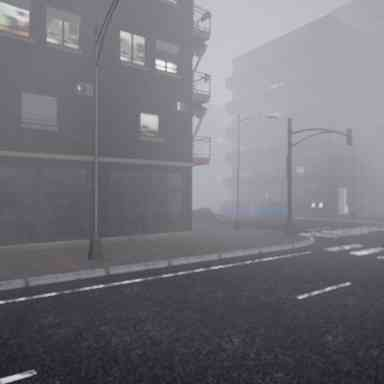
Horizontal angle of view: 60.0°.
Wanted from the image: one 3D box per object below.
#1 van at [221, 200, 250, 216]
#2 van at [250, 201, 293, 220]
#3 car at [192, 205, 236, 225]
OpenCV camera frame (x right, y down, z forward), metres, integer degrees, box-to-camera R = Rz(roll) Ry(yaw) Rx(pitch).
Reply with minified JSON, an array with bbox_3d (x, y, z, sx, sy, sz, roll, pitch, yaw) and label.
[{"bbox_3d":[4.845,1.846,37.815,1.690,1.788,3.998,-1,0,-36],"label":"van"},{"bbox_3d":[8.160,1.773,33.298,1.690,1.788,3.998,-1,0,-36],"label":"van"},{"bbox_3d":[1.417,1.990,28.382,1.802,1.307,4.206,-1,0,-36],"label":"car"}]
